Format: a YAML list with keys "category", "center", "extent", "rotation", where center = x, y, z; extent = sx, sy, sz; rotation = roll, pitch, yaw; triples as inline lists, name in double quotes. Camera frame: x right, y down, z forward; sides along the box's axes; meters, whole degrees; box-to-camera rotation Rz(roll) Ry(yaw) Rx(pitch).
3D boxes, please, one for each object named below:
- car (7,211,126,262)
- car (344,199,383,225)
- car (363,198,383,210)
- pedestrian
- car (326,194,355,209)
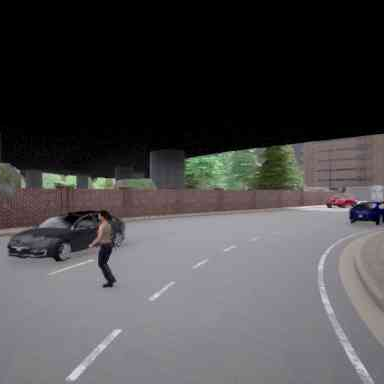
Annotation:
- category: "car"
  center: [-4.374, 1.505, 12.398]
  extent: [1.837, 1.490, 4.892]
  rotation: [-1, 0, 22]
- category: "car"
  center: [13.178, 1.478, 24.202]
  extent: [5.008, 1.535, 1.882]
  rotation: [0, 0, -44]
- category: "car"
  center: [25.097, 1.601, 45.223]
  extent: [4.181, 1.385, 1.994]
  rotation: [0, 0, -43]
- category: "pedestrian"
  center: [-2.044, 1.294, 7.822]
  extent: [0.375, 1.860, 0.375]
  rotation: [0, 0, 15]
- category: "car"
  center: [20.627, 1.224, 45.858]
  extent: [5.566, 2.045, 2.150]
  rotation: [0, 0, -43]
